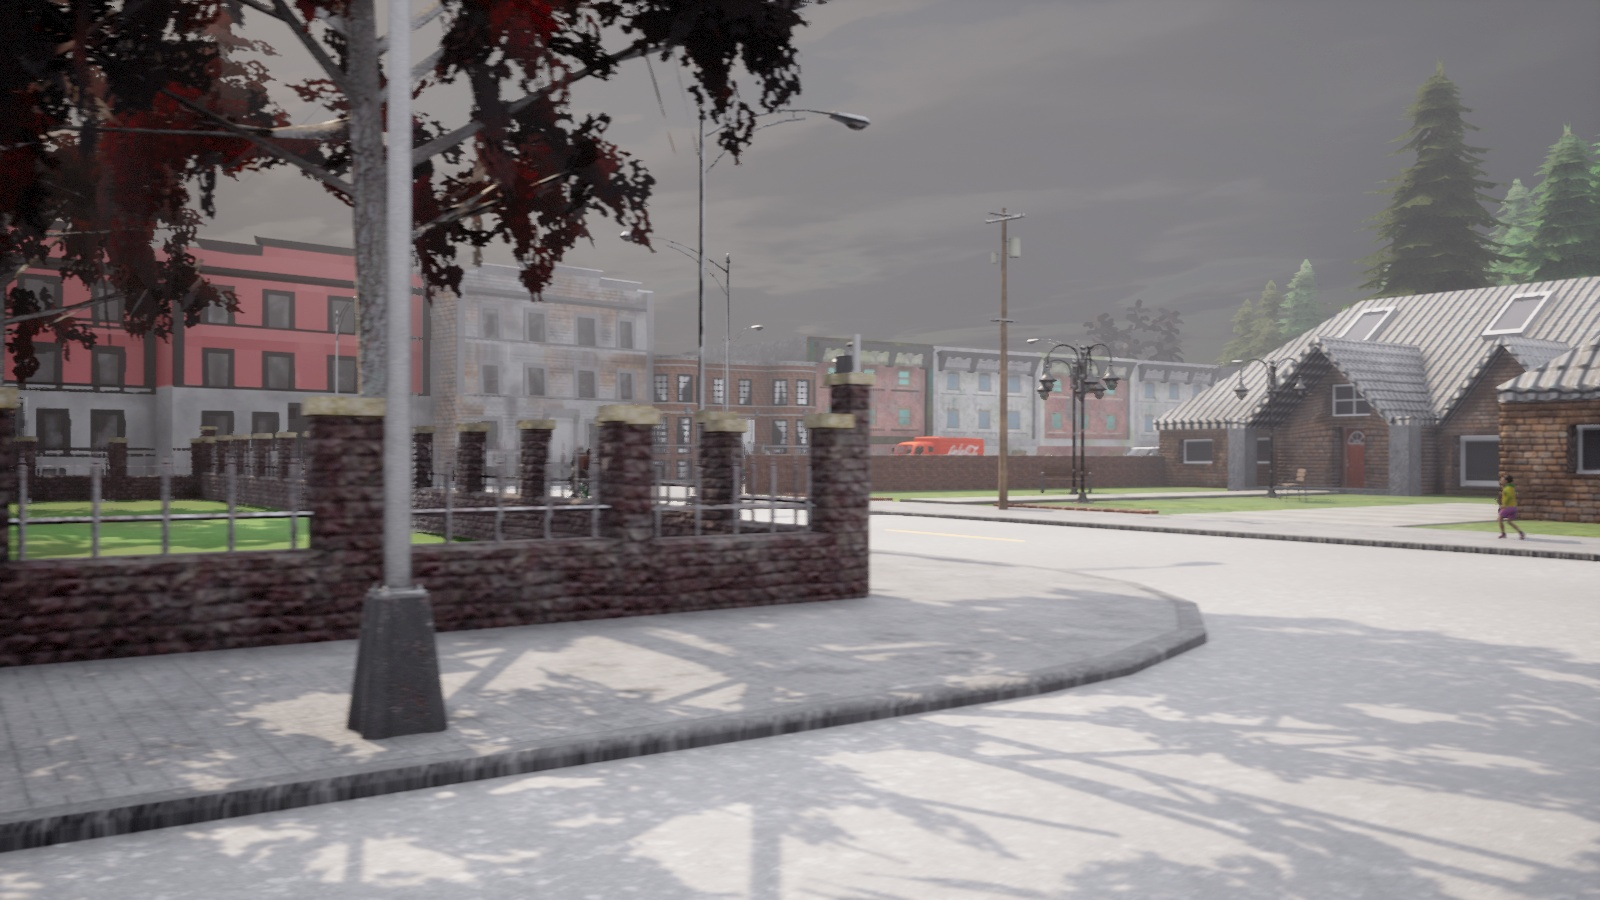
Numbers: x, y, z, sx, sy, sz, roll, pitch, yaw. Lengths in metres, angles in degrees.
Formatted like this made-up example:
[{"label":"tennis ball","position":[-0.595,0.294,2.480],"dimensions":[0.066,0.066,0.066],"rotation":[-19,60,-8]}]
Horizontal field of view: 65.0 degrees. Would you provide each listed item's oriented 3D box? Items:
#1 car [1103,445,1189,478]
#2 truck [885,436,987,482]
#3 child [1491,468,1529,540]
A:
[{"label":"car","position":[21.950,0.705,79.571],"dimensions":[5.566,2.045,2.150],"rotation":[0,0,-35]},{"label":"truck","position":[7.556,0.484,69.604],"dimensions":[5.204,2.467,2.627],"rotation":[0,0,-35]},{"label":"child","position":[11.751,0.887,20.789],"dimensions":[0.299,1.160,0.473],"rotation":[0,0,-33]}]
